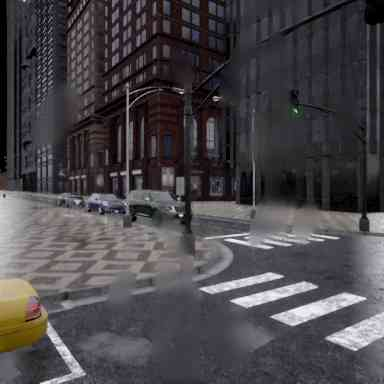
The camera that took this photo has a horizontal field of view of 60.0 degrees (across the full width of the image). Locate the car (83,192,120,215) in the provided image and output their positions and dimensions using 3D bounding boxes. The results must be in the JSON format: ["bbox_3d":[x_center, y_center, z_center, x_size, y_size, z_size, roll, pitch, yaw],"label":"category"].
[{"bbox_3d":[-7.129,0.873,27.684,2.097,1.767,4.553,0,1,-35],"label":"car"}]

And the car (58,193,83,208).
[{"bbox_3d":[-13.146,0.827,36.087,2.128,1.511,4.902,0,1,-36],"label":"car"}]

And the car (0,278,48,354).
[{"bbox_3d":[-4.246,1.525,3.627,4.829,1.417,1.752,0,0,-35],"label":"car"}]

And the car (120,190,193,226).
[{"bbox_3d":[-2.212,0.898,20.820,2.150,2.045,5.566,0,1,-36],"label":"car"}]
